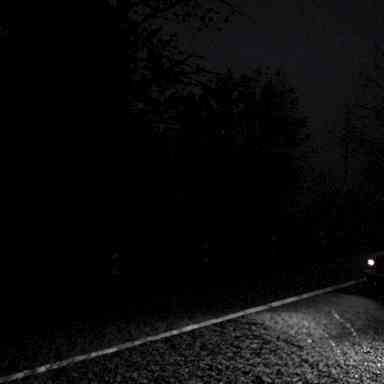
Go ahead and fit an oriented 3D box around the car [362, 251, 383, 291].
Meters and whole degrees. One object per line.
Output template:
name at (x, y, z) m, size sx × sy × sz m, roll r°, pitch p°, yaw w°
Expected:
car at (6.065, 1.617, 7.856) m, size 4.718 × 1.301 × 1.895 m, roll 0°, pitch 0°, yaw -35°
